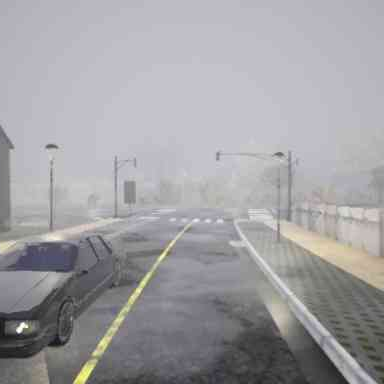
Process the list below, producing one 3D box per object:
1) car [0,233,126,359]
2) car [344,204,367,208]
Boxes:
[{"bbox_3d":[-2.706,1.573,6.630,2.033,1.411,5.357,0,0,2],"label":"car"},{"bbox_3d":[15.955,1.789,31.484,4.718,1.301,1.895,-1,2,9],"label":"car"}]
